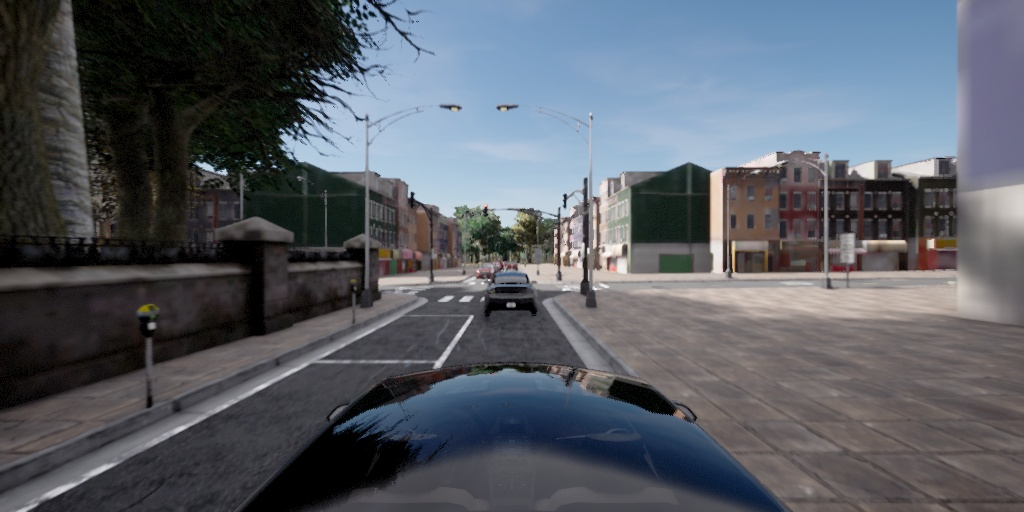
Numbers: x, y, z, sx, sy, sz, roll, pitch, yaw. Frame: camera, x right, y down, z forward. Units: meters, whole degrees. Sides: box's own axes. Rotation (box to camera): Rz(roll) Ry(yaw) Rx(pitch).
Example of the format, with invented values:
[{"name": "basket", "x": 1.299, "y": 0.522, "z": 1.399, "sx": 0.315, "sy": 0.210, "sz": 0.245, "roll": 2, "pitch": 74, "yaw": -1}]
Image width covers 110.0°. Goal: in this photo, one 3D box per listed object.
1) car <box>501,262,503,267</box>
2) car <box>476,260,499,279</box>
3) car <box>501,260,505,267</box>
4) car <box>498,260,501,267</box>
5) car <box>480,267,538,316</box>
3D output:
[{"name": "car", "x": -2.642, "y": 1.750, "z": 47.907, "sx": 1.948, "sy": 1.339, "sz": 4.313, "roll": 0, "pitch": 0, "yaw": 0}, {"name": "car", "x": -2.641, "y": 1.515, "z": 37.038, "sx": 1.967, "sy": 1.591, "sz": 4.097, "roll": 0, "pitch": 0, "yaw": 0}, {"name": "car", "x": -2.643, "y": 1.842, "z": 58.775, "sx": 1.888, "sy": 1.381, "sz": 4.507, "roll": 0, "pitch": 0, "yaw": 0}, {"name": "car", "x": -2.641, "y": 1.569, "z": 42.472, "sx": 1.967, "sy": 1.591, "sz": 4.097, "roll": 0, "pitch": 0, "yaw": 0}, {"name": "car", "x": -0.061, "y": 1.361, "z": 13.944, "sx": 1.837, "sy": 1.490, "sz": 4.892, "roll": 0, "pitch": -1, "yaw": -1}]
